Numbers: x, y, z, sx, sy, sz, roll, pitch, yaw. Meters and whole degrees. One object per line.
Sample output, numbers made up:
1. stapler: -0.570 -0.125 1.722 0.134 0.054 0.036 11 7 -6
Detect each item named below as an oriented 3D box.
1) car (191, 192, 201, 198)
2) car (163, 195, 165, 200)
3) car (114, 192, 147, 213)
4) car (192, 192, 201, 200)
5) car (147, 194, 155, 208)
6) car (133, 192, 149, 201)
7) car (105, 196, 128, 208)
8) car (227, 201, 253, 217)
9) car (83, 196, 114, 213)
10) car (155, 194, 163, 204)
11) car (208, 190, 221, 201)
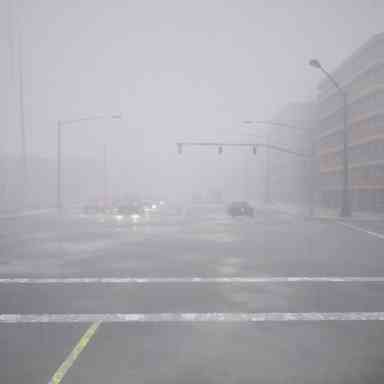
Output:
1. car: 0.912 0.649 75.820 2.033 1.411 5.357 0 1 0
2. car: -6.185 1.012 62.863 1.895 1.301 4.718 0 1 1
3. car: -6.323 1.226 34.571 2.097 1.767 4.553 0 1 0
4. car: 0.880 0.959 65.843 1.895 1.301 4.718 0 1 0
5. car: -6.293 1.277 43.453 1.812 1.442 4.674 0 1 0
6. car: -9.679 0.896 63.252 2.128 1.511 4.902 0 1 1
7. car: -9.793 1.314 43.557 1.994 1.385 4.181 0 1 0
8. car: 4.371 1.485 30.707 1.994 1.385 4.181 0 1 0
9. car: -9.821 1.225 34.915 2.097 1.767 4.553 0 1 0
10. car: -6.257 1.080 52.734 2.128 1.511 4.902 0 1 0
11. car: 4.478 0.593 65.100 2.150 2.045 5.566 0 1 0
